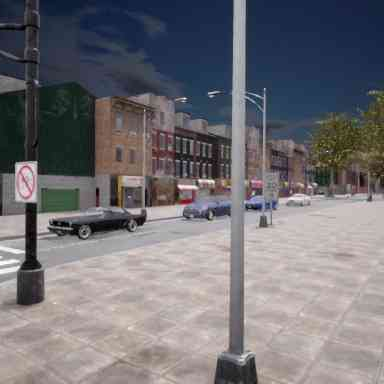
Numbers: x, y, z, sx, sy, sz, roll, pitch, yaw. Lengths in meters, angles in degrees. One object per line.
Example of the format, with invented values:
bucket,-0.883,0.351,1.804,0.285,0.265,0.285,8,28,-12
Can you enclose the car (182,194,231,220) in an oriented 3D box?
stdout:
car,1.281,1.025,24.309,2.097,1.767,4.553,1,1,36

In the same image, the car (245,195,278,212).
car,6.616,1.036,31.780,1.882,1.535,5.008,1,2,35

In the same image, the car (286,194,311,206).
car,13.105,0.954,40.812,1.812,1.442,4.674,1,1,37

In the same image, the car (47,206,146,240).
car,-4.487,1.408,16.229,1.895,1.301,4.718,1,1,35
